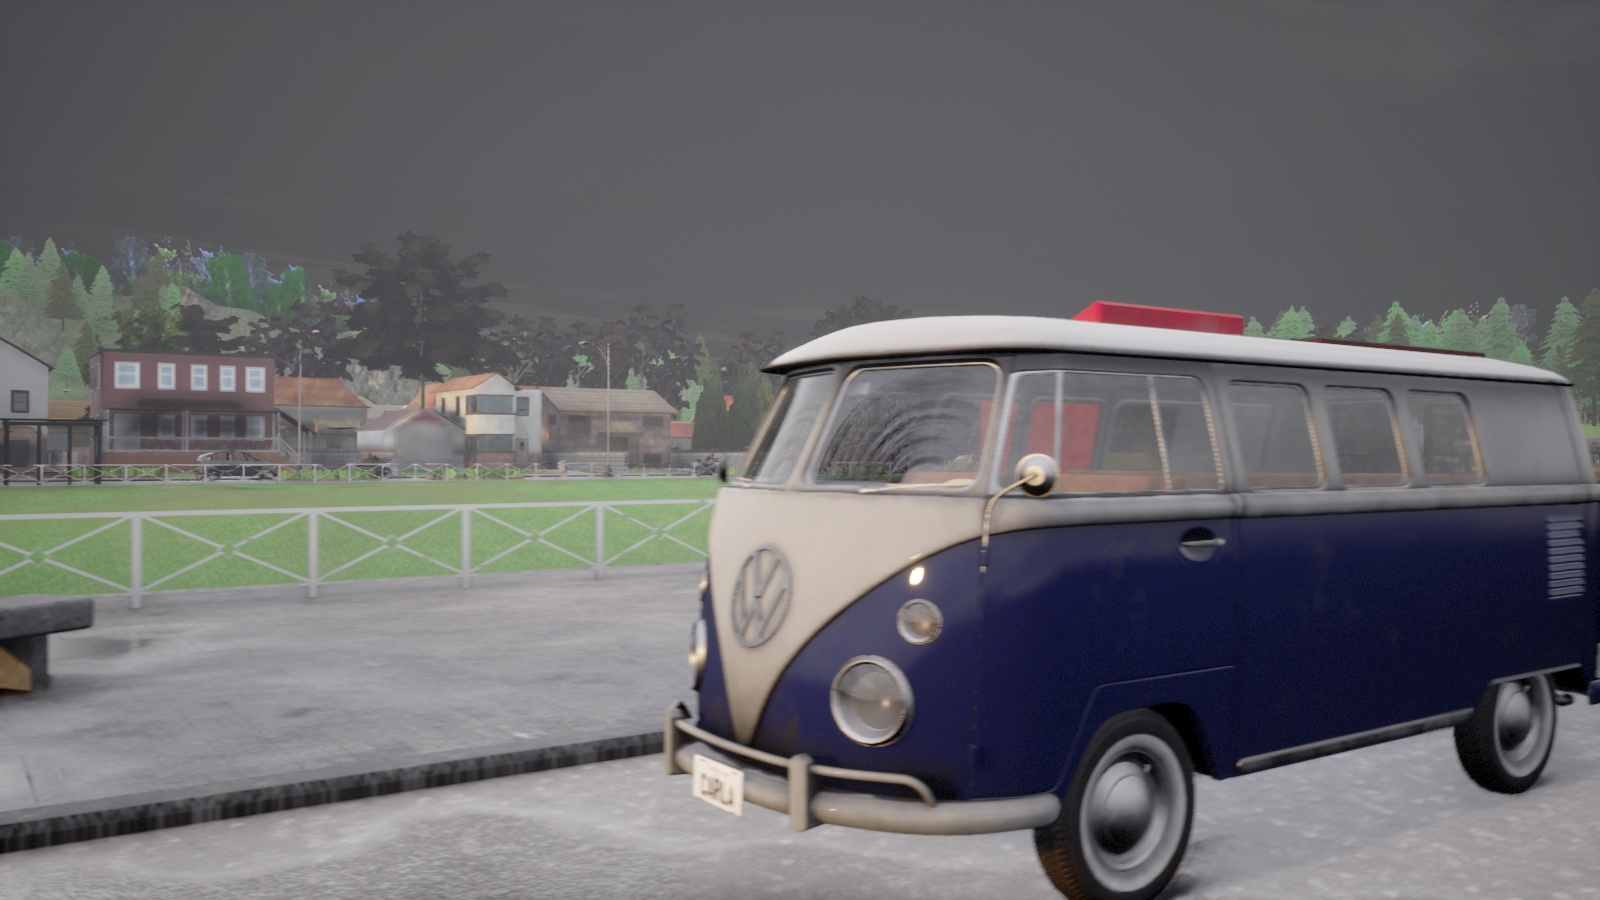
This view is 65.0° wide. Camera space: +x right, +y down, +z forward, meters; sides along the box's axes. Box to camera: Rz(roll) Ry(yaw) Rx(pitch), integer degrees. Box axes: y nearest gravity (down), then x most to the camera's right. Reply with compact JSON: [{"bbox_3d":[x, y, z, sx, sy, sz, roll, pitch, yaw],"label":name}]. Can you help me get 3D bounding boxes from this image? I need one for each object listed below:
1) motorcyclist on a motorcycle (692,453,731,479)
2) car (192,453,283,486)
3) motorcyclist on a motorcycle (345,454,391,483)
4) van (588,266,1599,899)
[{"bbox_3d":[-5.343,0.978,75.772,2.191,1.530,0.866,0,0,-35],"label":"motorcyclist on a motorcycle"},{"bbox_3d":[-27.124,0.930,60.586,3.705,1.549,1.789,0,0,-35],"label":"car"},{"bbox_3d":[-23.396,0.997,68.064,2.191,1.530,0.866,0,0,-35],"label":"motorcyclist on a motorcycle"},{"bbox_3d":[1.523,0.507,5.330,4.442,1.987,1.775,0,0,-35],"label":"van"}]
